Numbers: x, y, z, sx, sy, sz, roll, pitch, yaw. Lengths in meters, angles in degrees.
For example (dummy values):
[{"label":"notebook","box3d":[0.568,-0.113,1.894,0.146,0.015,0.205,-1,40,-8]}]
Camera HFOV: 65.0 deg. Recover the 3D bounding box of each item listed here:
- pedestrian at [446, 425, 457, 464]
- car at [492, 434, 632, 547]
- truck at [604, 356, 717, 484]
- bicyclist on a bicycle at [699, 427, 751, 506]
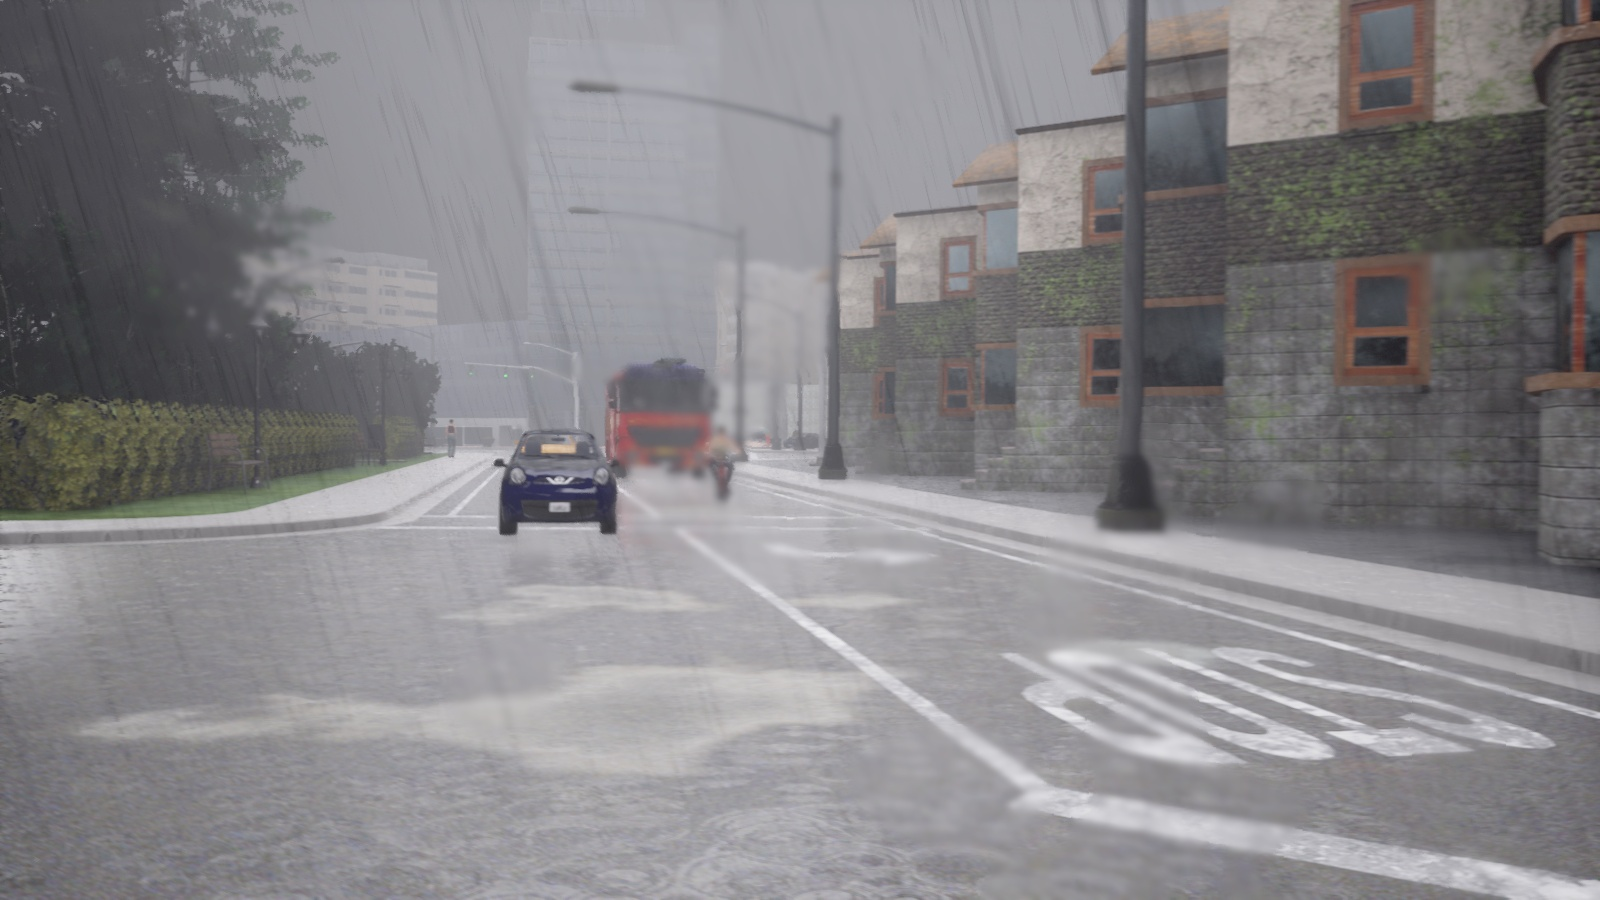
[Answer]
[{"label":"pedestrian","box3d":[-16.338,-0.258,58.907,0.345,1.836,0.594,-1,1,-2]},{"label":"car","box3d":[-3.577,0.522,18.765,1.845,1.501,3.633,-1,1,-12]},{"label":"truck","box3d":[-4.818,-0.959,41.816,2.891,3.827,8.468,-1,1,-12]},{"label":"bicyclist on a bicycle","box3d":[-1.582,0.323,26.373,0.866,1.612,1.509,-1,1,-11]}]
